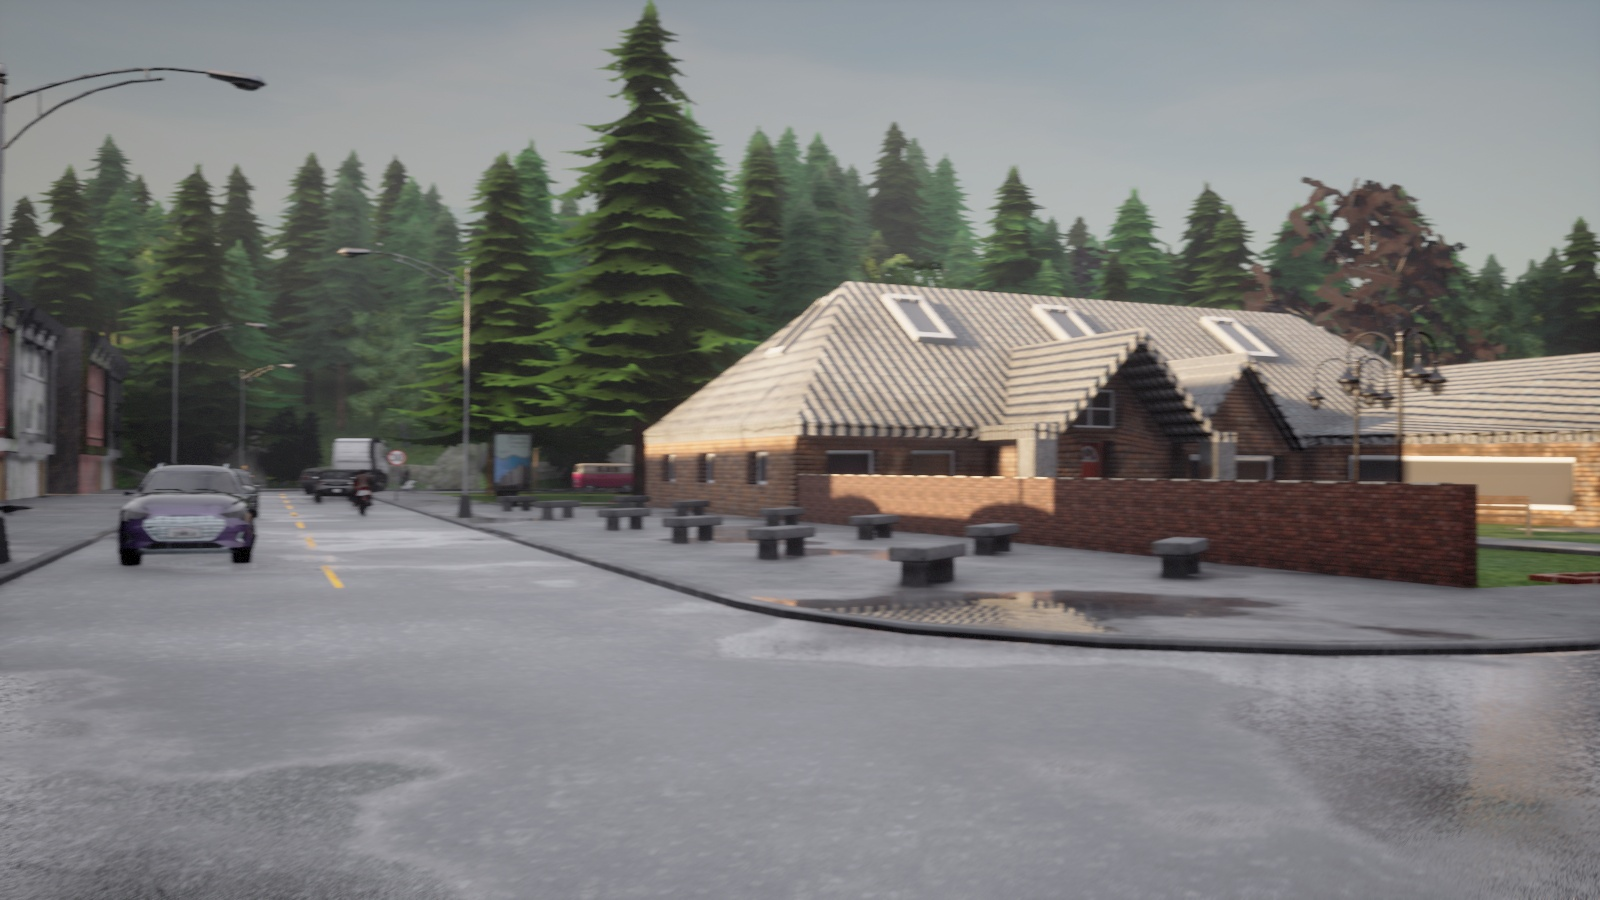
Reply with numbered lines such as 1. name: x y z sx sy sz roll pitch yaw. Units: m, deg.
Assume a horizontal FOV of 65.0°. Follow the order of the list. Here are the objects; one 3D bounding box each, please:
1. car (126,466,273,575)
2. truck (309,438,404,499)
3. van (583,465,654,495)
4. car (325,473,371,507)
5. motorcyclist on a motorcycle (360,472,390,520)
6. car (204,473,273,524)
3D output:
1. car: -10.211 1.110 21.664 2.033 1.649 4.856 0 -1 -23
2. truck: -26.672 1.117 75.926 2.891 3.462 7.936 0 -1 0
3. van: -12.384 2.019 85.608 4.442 1.987 1.775 0 -1 -23
4. car: -20.893 1.807 57.937 1.816 1.474 4.193 0 -1 -22
5. motorcyclist on a motorcycle: -13.822 1.487 40.829 0.797 1.523 2.044 0 -1 -22
6. car: -17.648 1.488 39.613 1.837 1.490 4.892 0 -1 -22
